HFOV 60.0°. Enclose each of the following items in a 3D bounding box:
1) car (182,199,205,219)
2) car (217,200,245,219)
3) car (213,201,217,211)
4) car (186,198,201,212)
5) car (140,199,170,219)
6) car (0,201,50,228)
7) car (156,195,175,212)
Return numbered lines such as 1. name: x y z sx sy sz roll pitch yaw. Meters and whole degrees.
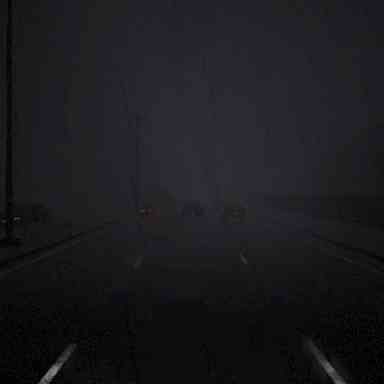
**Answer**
1. car: 0.090 1.561 29.907 2.128 1.511 4.902 0 0 0
2. car: 3.591 1.546 29.928 1.882 1.535 5.008 0 0 0
3. car: 3.686 1.661 41.869 1.994 1.385 4.181 0 0 1
4. car: 0.188 1.603 41.984 1.837 1.490 4.892 0 0 1
5. car: -3.411 1.616 29.908 2.033 1.411 5.357 0 0 0
6. car: -11.460 1.576 22.754 1.837 1.490 4.892 0 0 0
7. car: -3.330 1.318 40.976 2.150 2.045 5.566 0 0 1
